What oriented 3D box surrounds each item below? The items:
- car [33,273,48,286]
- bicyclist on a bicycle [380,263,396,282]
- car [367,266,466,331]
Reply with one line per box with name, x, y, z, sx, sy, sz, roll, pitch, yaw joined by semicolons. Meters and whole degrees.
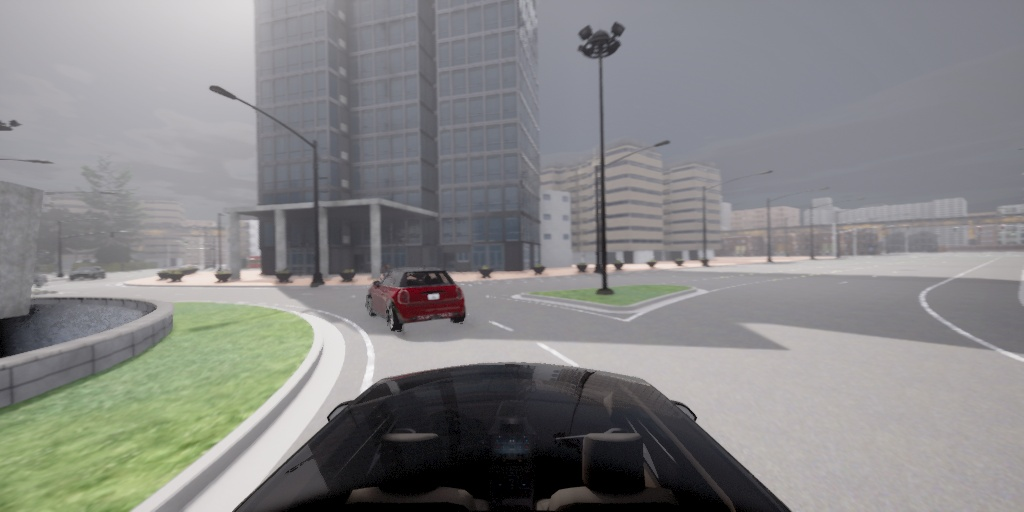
car;-42.981;2.059;31.062;2.033;1.411;5.357;-1;0;-31
bicyclist on a bicycle;-8.561;1.254;24.681;0.582;1.620;1.656;-1;9;24
car;-3.246;1.144;11.552;2.097;1.767;4.553;-1;0;-32
